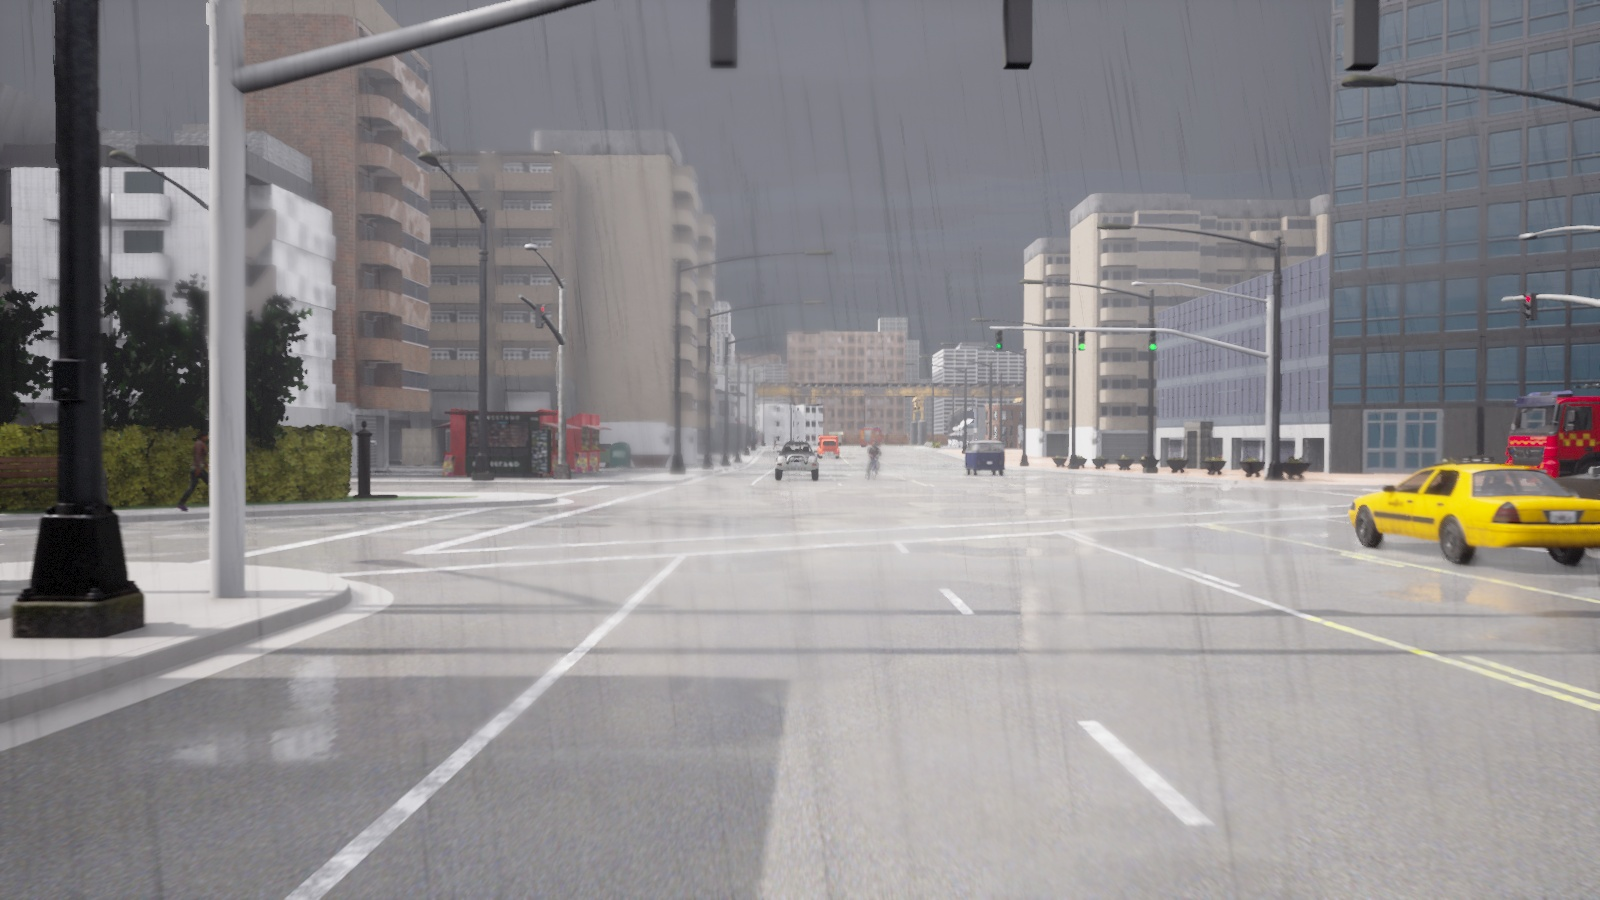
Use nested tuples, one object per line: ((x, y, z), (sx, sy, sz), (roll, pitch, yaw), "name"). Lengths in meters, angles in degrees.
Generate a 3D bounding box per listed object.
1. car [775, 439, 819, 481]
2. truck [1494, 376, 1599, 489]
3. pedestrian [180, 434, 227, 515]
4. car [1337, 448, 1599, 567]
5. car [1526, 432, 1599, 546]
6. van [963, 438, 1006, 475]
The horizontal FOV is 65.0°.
((-0.136, 0.432, 57.282), (1.932, 1.855, 4.605), (0, 0, 0), "car")
((29.388, -0.625, 44.070), (8.468, 3.827, 2.891), (0, 1, 0), "truck")
((-13.363, 0.537, 28.143), (0.869, 1.805, 0.328), (-1, 1, -42), "pedestrian")
((10.391, 0.773, 19.546), (1.801, 1.575, 5.366), (0, 0, 1), "car")
((13.936, 0.638, 20.144), (1.932, 1.855, 4.605), (0, 1, 0), "car")
((10.330, 0.347, 70.648), (1.775, 1.987, 4.442), (0, 0, 0), "van")
